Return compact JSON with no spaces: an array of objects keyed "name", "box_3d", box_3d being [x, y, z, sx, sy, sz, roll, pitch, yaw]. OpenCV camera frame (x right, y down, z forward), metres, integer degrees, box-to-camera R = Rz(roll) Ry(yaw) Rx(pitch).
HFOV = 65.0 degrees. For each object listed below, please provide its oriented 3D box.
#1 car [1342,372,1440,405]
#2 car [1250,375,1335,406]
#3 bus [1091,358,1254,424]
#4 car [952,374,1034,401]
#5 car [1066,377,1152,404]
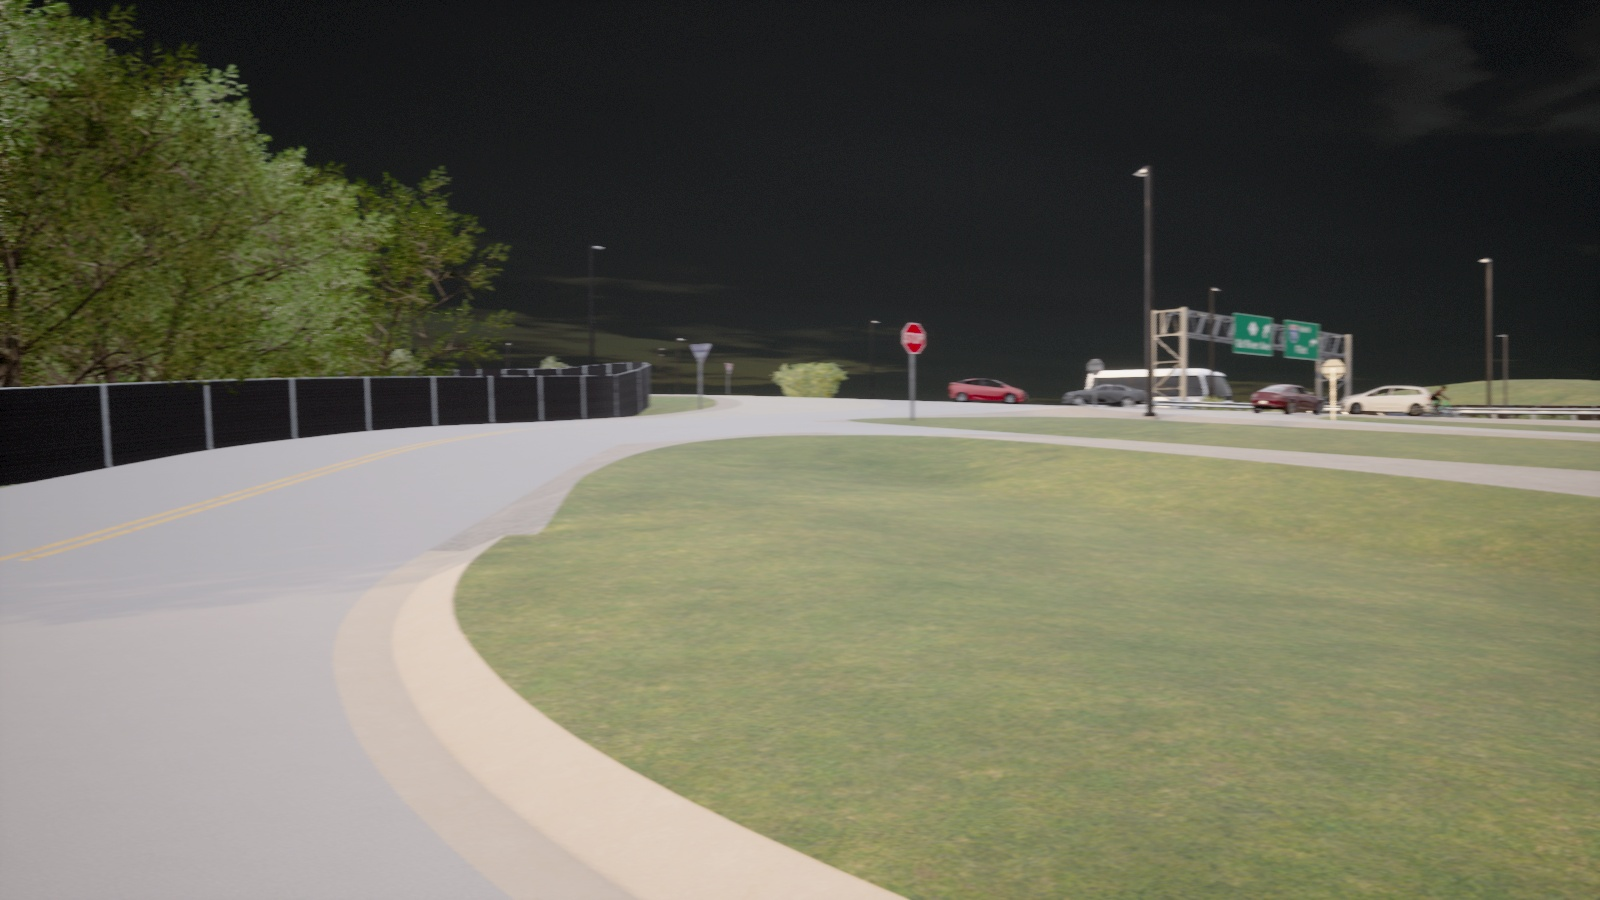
[{"name":"car","box_3d":[32.060,-3.340,68.287,4.611,1.667,2.242,1,2,20]},{"name":"car","box_3d":[23.760,-2.867,60.539,4.674,1.442,1.812,-2,4,-41]},{"name":"bus","box_3d":[25.616,-3.949,86.946,3.944,4.253,10.273,-1,1,-42]},{"name":"car","box_3d":[11.362,-3.672,73.846,4.514,1.525,2.007,1,1,16]},{"name":"car","box_3d":[18.617,-3.599,75.668,4.902,1.511,2.128,1,1,16]}]
